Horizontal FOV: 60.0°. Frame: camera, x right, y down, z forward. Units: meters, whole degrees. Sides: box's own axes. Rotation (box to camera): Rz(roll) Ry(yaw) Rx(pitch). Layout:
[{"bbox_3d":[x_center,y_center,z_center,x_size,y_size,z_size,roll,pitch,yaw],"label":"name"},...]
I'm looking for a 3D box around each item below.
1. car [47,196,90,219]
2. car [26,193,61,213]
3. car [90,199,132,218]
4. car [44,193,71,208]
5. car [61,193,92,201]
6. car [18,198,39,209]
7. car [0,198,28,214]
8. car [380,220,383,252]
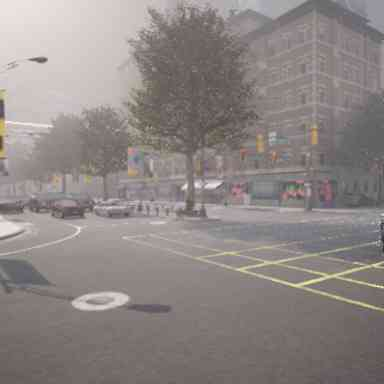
[{"bbox_3d":[-10.922,1.417,29.104,1.882,1.535,5.008,-1,0,-35],"label":"car"},{"bbox_3d":[-16.653,1.160,37.245,2.150,2.045,5.566,-1,0,-35],"label":"car"},{"bbox_3d":[-7.168,1.514,29.851,1.895,1.301,4.718,-1,0,-35],"label":"car"},{"bbox_3d":[-18.901,1.133,46.558,2.150,2.045,5.566,-1,0,-35],"label":"car"},{"bbox_3d":[-12.789,1.134,37.839,2.150,2.045,5.566,-1,0,-35],"label":"car"},{"bbox_3d":[-22.442,1.501,45.515,1.994,1.385,4.181,-1,0,-35],"label":"car"},{"bbox_3d":[-19.266,1.557,35.491,1.895,1.301,4.718,-1,0,-35],"label":"car"},{"bbox_3d":[8.297,1.496,12.727,1.895,1.301,4.718,0,0,29],"label":"car"}]
